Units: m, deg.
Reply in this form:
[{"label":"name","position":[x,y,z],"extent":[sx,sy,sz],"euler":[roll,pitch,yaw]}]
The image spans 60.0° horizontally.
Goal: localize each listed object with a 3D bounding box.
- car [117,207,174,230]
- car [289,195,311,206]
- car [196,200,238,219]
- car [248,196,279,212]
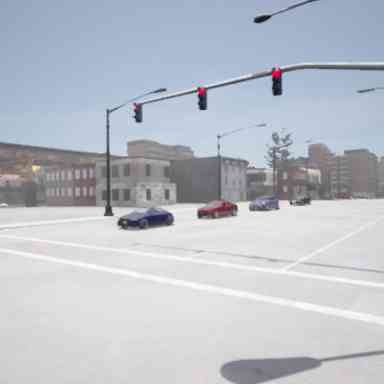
[{"label":"car","position":[-3.093,1.720,22.729],"extent":[1.994,1.385,4.181],"euler":[-1,0,37]},{"label":"car","position":[15.453,1.180,47.594],"extent":[2.128,1.511,4.902],"euler":[-1,0,37]},{"label":"car","position":[2.318,1.520,30.007],"extent":[1.882,1.535,5.008],"euler":[-1,0,37]},{"label":"car","position":[8.214,1.238,37.937],"extent":[2.097,1.767,4.553],"euler":[-1,0,37]}]
